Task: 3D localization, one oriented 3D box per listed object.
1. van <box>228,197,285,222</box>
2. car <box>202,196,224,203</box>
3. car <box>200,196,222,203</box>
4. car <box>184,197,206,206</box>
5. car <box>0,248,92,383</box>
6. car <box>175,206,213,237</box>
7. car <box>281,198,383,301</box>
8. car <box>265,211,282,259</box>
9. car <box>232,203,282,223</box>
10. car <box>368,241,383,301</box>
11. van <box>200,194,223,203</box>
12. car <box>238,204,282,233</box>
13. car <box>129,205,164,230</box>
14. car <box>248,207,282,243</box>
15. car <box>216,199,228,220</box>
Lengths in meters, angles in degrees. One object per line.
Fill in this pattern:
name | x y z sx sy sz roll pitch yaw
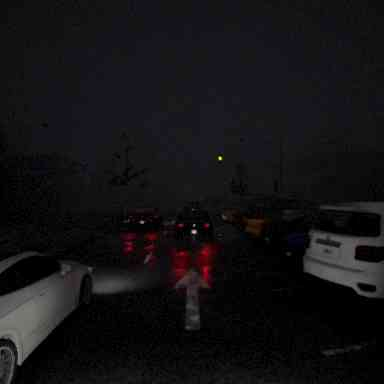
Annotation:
van | 4.964 1.324 22.108 4.442 1.987 1.878 1 0 -20
car | 5.067 1.844 80.393 4.674 1.452 2.002 1 -2 -20
car | 4.898 1.961 86.279 5.366 1.575 1.946 1 -1 -20
car | 0.099 1.606 37.236 2.128 1.511 4.902 0 0 0
car | -2.902 1.530 4.776 1.812 1.442 4.674 0 0 0
car | 0.101 1.644 18.210 1.895 1.301 4.718 0 0 0
car | 5.099 1.248 7.254 5.566 2.045 2.435 1 0 -20
car | 5.076 1.507 10.218 5.008 1.535 2.097 1 0 -20
car | 5.096 1.569 19.181 4.792 1.488 2.163 1 -1 -20
car | 5.080 1.497 4.252 4.892 1.521 2.231 1 0 -20
van | 4.965 1.493 77.377 4.442 1.987 1.878 1 -1 -20
car | 5.244 1.526 16.251 5.366 1.575 1.946 1 -1 -20
car | -2.900 1.584 21.619 1.812 1.442 4.674 0 0 0
car | 5.063 1.517 13.203 4.892 1.521 2.231 1 0 -20
car | 4.898 1.558 25.066 5.366 1.575 1.946 1 0 -20
